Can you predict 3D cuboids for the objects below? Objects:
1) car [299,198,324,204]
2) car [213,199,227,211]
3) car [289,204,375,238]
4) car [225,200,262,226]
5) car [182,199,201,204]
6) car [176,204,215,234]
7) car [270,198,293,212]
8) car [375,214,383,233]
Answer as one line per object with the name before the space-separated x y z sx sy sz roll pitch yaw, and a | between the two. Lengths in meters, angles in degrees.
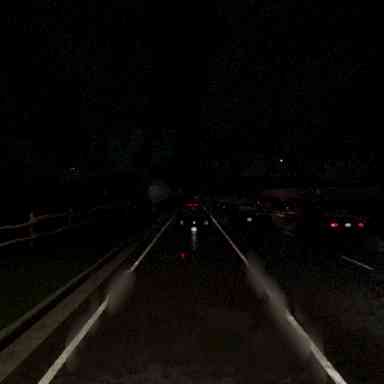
car | 14.119 1.534 39.419 1.837 1.490 4.892 0 0 0
car | 3.620 1.556 40.342 1.812 1.442 4.674 0 0 0
car | 7.108 1.561 17.657 2.033 1.411 5.357 0 0 0
car | 3.611 1.543 23.179 1.812 1.442 4.674 0 0 0
car | -0.046 1.535 38.204 1.837 1.490 4.892 0 0 -2
car | 0.109 1.616 19.312 1.895 1.301 4.718 0 0 0
car | 10.618 1.535 39.421 1.837 1.490 4.892 0 0 0
car | 10.609 1.538 16.591 1.812 1.442 4.674 0 0 0
